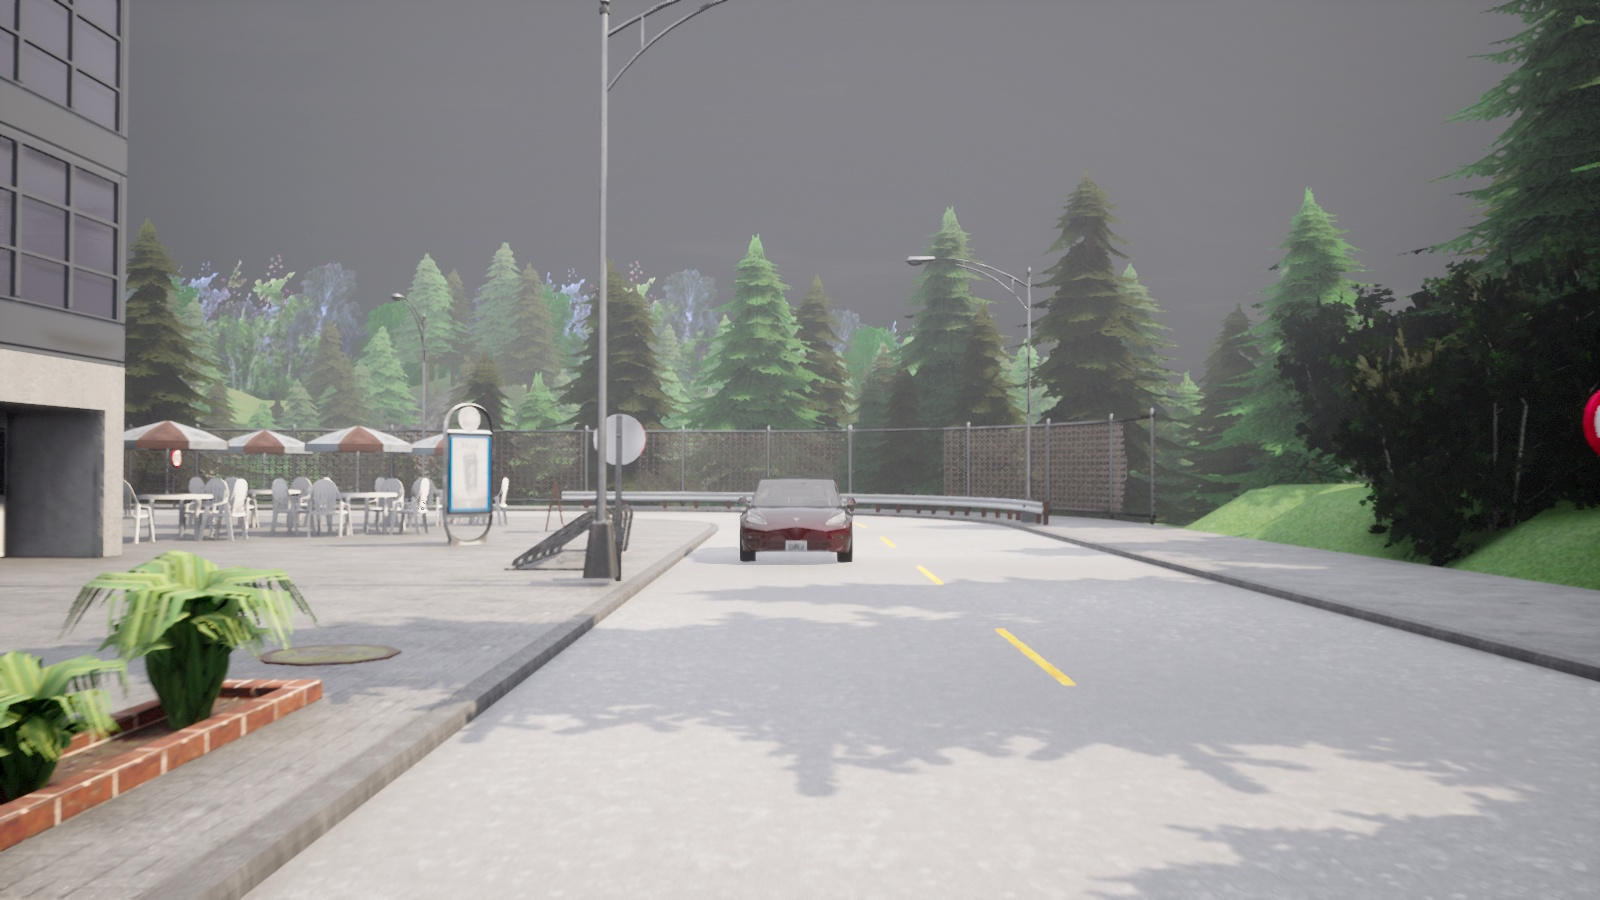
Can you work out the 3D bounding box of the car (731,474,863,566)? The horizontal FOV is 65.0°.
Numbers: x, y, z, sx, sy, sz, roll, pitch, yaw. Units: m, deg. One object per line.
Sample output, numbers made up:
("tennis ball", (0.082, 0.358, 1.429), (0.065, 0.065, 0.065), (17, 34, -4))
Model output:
("car", (-0.048, 1.202, 23.157), (2.163, 1.488, 4.792), (0, -1, 0))
